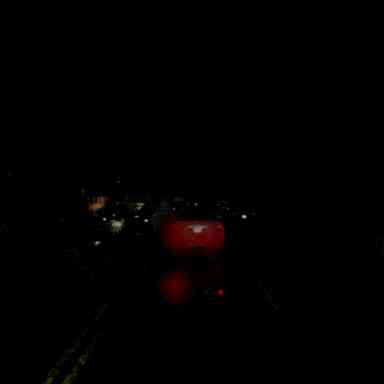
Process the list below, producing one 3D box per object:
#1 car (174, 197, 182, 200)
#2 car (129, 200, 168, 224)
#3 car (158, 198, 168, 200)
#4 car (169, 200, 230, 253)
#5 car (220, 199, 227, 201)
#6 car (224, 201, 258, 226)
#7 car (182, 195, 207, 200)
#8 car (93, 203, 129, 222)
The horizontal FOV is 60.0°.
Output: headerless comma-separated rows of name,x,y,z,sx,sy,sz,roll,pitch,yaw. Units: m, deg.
car,-2.672,1.676,66.617,1.812,1.442,4.674,0,0,1
car,-3.133,1.610,25.619,2.033,1.411,5.357,0,0,1
car,-5.909,1.779,67.652,1.895,1.301,4.718,0,0,1
car,0.216,1.392,13.990,2.097,1.767,4.553,0,0,1
car,3.709,1.642,41.077,1.812,1.442,4.674,0,0,0
car,3.555,1.640,24.469,1.994,1.385,4.181,0,0,1
car,0.395,1.314,33.995,2.150,2.045,5.566,0,0,0
car,-6.372,1.606,26.948,2.033,1.411,5.357,0,0,1
